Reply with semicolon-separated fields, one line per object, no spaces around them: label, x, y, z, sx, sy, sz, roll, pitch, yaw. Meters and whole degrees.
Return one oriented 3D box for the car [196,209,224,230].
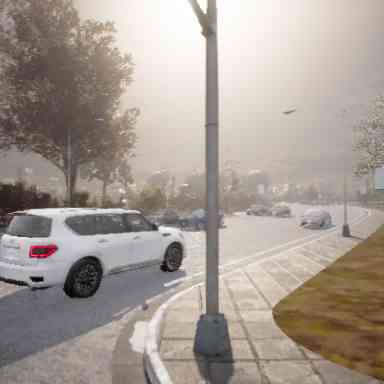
car;0.795;2.120;26.806;1.882;1.535;5.008;-1;-2;34

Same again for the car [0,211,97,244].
car;-8.291;1.974;19.635;2.128;1.511;4.902;-1;-2;34

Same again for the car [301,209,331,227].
car;10.830;2.198;29.041;1.812;1.442;4.674;-1;-1;33

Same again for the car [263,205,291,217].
car;11.347;2.438;43.005;2.128;1.511;4.902;-1;-1;32

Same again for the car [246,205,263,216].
car;9.050;2.515;45.932;1.837;1.490;4.892;-1;-2;32

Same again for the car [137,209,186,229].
car;-2.487;2.243;28.199;1.994;1.385;4.181;-1;-2;34

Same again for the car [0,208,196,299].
car;-2.409;1.462;9.435;2.150;2.045;5.566;-1;-2;34

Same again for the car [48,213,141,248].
car;-5.111;1.970;18.077;1.812;1.442;4.674;-1;-2;36
